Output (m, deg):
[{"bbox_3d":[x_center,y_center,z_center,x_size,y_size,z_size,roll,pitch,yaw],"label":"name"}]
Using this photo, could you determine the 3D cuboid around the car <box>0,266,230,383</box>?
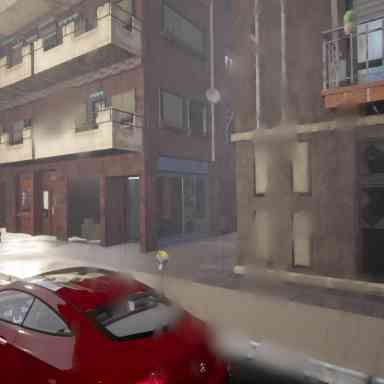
[{"bbox_3d":[-1.566,1.583,3.970,4.206,1.307,1.802,0,-1,36],"label":"car"}]
